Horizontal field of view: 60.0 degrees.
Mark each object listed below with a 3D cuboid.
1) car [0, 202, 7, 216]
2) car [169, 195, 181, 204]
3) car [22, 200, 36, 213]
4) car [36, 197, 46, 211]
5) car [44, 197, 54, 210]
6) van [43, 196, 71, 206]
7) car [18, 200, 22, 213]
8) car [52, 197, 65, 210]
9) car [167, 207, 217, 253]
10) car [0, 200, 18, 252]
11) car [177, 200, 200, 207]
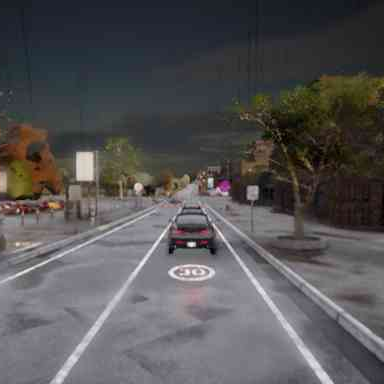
[{"bbox_3d":[-22.113,1.774,34.521,4.674,1.452,2.002,0,0,0],"label":"car"},{"bbox_3d":[-3.305,1.389,66.051,2.097,1.767,4.553,0,1,0],"label":"car"},{"bbox_3d":[-22.131,1.772,40.072,5.008,1.535,2.097,0,0,0],"label":"car"},{"bbox_3d":[-22.125,1.793,42.847,4.892,1.521,2.231,0,0,0],"label":"car"},{"bbox_3d":[-22.165,1.842,45.622,4.792,1.488,2.163,0,0,0],"label":"car"},{"bbox_3d":[-22.034,1.648,53.949,4.442,1.987,1.878,0,0,0],"label":"van"},{"bbox_3d":[-22.152,1.627,37.297,4.553,1.767,2.185,0,0,0],"label":"car"},{"bbox_3d":[-21.955,1.829,48.397,5.366,1.575,1.946,0,0,0],"label":"car"},{"bbox_3d":[-0.001,1.620,14.280,1.837,1.490,4.892,0,0,0],"label":"car"},{"bbox_3d":[-8.962,1.321,10.438,5.566,2.045,2.435,0,0,0],"label":"car"},{"bbox_3d":[-0.008,1.695,29.289,2.128,1.511,4.902,0,0,0],"label":"car"}]
